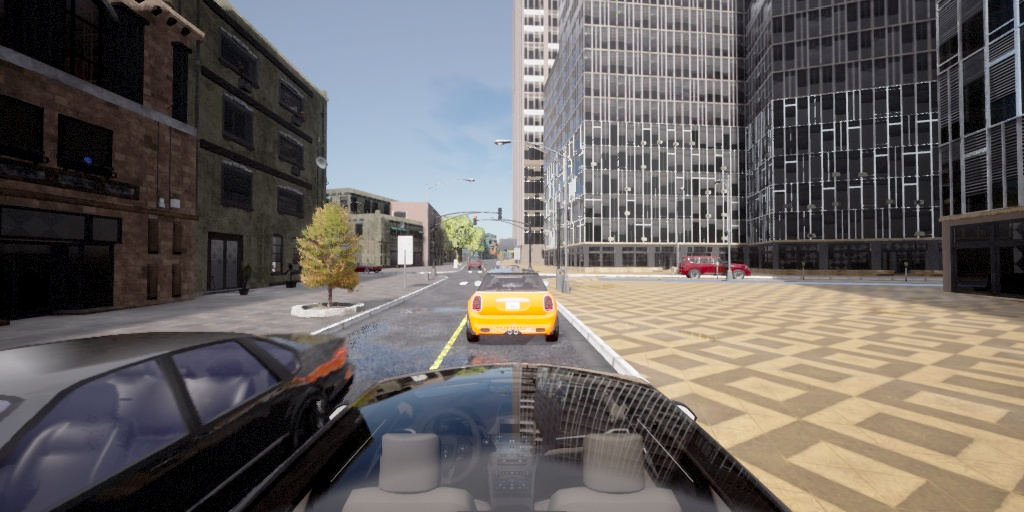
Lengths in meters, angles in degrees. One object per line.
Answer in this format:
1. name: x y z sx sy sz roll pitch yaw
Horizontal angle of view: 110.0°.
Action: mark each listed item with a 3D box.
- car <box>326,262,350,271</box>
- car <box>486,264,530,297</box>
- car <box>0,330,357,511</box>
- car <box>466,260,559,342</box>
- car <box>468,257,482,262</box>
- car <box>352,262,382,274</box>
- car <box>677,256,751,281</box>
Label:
1. car: -20.618 1.317 40.067 4.313 1.339 1.948 0 0 18
2. car: -0.240 1.247 20.081 2.128 1.511 4.902 0 0 -1
3. car: -2.864 1.297 2.195 2.033 1.411 5.357 0 0 0
4. car: -0.003 1.105 9.944 2.097 1.767 4.553 0 0 -1
5. car: -5.521 1.240 53.297 1.882 1.535 5.008 0 0 -6
6. car: -17.547 1.386 41.679 4.718 1.301 1.895 0 -1 18
7. car: 15.722 0.938 28.211 5.009 1.841 2.192 0 0 18
